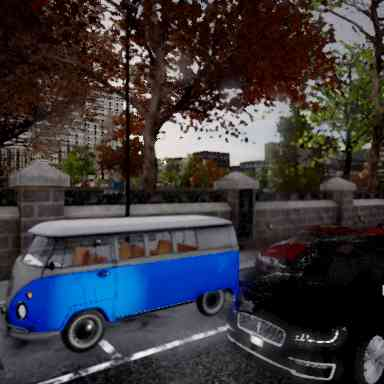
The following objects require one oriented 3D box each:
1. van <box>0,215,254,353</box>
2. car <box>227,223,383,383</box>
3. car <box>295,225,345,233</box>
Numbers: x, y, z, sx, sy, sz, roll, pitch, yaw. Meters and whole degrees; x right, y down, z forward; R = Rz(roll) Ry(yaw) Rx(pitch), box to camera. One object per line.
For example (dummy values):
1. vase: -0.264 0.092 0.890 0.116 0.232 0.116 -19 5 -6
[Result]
1. van: -0.981 1.343 5.864 3.998 1.788 1.690 0 0 -36
2. car: 2.738 1.509 5.340 4.892 1.490 1.837 0 0 -36
3. car: 3.596 1.589 9.143 4.206 1.307 1.802 0 0 -36
